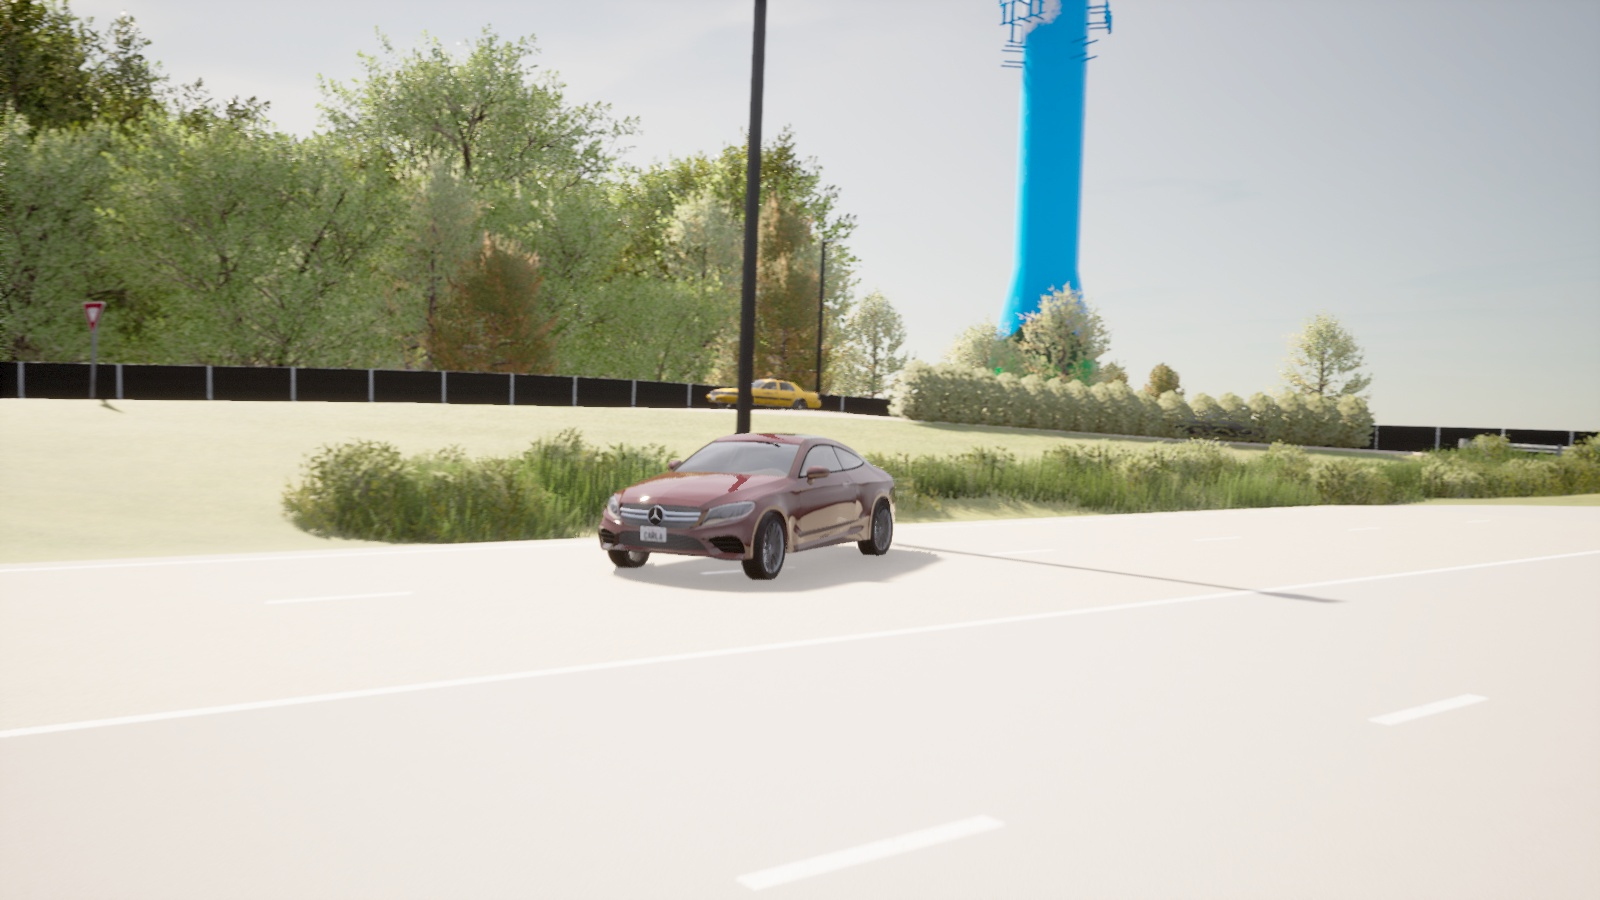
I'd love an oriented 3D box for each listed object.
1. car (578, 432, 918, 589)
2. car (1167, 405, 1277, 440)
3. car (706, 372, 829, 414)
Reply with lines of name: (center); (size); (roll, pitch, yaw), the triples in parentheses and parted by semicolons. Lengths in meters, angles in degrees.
car: (-0.360, 0.533, 14.259); (1.812, 1.442, 4.674); (1, 1, 26)
car: (20.490, -1.317, 61.086); (4.674, 1.442, 1.812); (3, 1, -3)
car: (-1.402, -2.495, 55.871); (5.366, 1.575, 1.801); (2, 0, -36)
